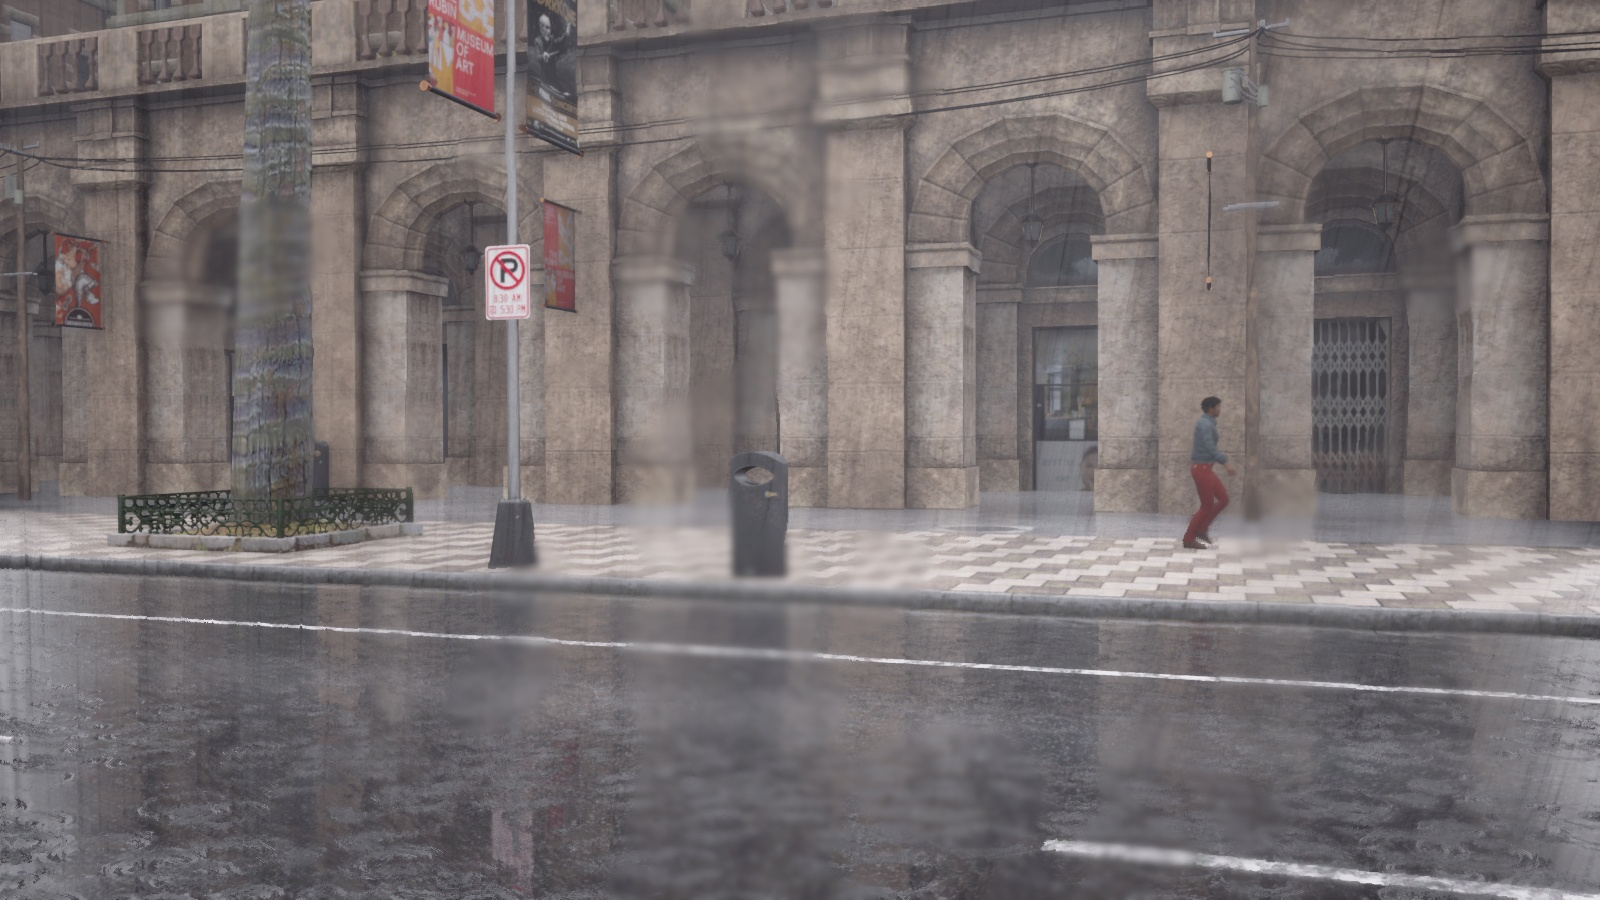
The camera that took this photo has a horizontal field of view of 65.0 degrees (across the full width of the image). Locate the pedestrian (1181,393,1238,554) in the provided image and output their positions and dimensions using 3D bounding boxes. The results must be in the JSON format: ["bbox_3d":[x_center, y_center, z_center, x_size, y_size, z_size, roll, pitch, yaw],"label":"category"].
[{"bbox_3d":[4.769,0.267,14.631,0.614,1.847,0.353,1,1,18],"label":"pedestrian"}]
